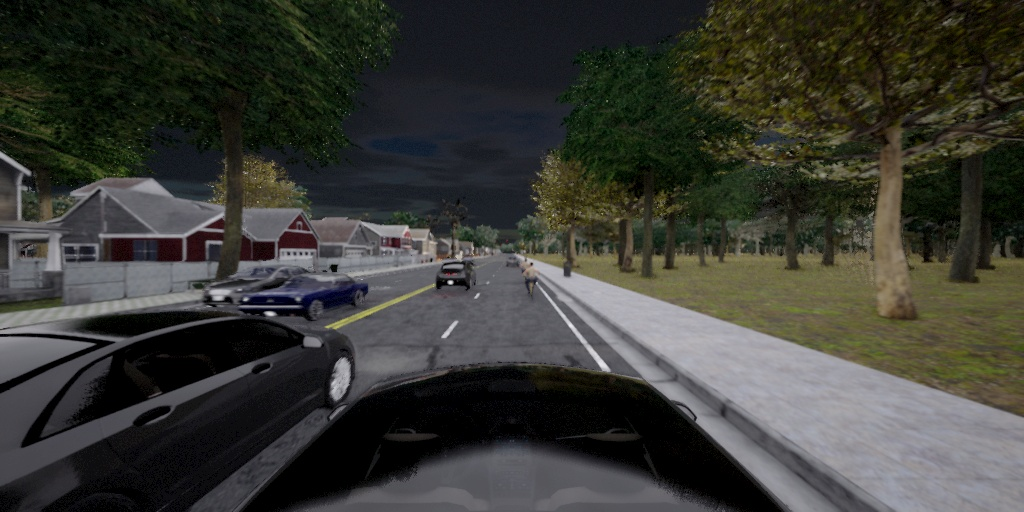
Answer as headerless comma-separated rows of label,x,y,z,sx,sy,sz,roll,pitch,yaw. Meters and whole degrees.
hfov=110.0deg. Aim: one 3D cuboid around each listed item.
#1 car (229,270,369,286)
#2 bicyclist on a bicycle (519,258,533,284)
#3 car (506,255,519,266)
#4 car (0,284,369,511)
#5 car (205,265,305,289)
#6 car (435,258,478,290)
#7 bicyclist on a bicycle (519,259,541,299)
car,-6.597,1.258,12.002,1.895,1.301,4.718,0,1,0
bicyclist on a bicycle,0.919,0.985,24.127,0.866,1.612,1.509,0,1,0
car,0.100,0.779,54.814,2.128,1.511,4.902,0,1,0
car,-3.148,1.241,3.222,1.837,1.490,4.892,0,1,0
car,-9.845,1.126,14.476,2.128,1.511,4.902,0,1,0
car,-3.143,1.083,20.740,1.837,1.490,4.892,0,1,0
bicyclist on a bicycle,0.865,1.058,15.928,0.866,1.612,1.509,0,1,0
